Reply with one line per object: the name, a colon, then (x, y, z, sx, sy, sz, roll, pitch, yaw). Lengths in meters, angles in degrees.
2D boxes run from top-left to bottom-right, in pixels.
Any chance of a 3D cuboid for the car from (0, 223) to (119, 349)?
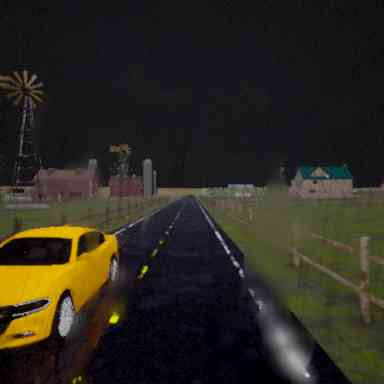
car: (-2.833, 1.479, 6.681, 1.882, 1.535, 5.008, 0, 0, 0)
